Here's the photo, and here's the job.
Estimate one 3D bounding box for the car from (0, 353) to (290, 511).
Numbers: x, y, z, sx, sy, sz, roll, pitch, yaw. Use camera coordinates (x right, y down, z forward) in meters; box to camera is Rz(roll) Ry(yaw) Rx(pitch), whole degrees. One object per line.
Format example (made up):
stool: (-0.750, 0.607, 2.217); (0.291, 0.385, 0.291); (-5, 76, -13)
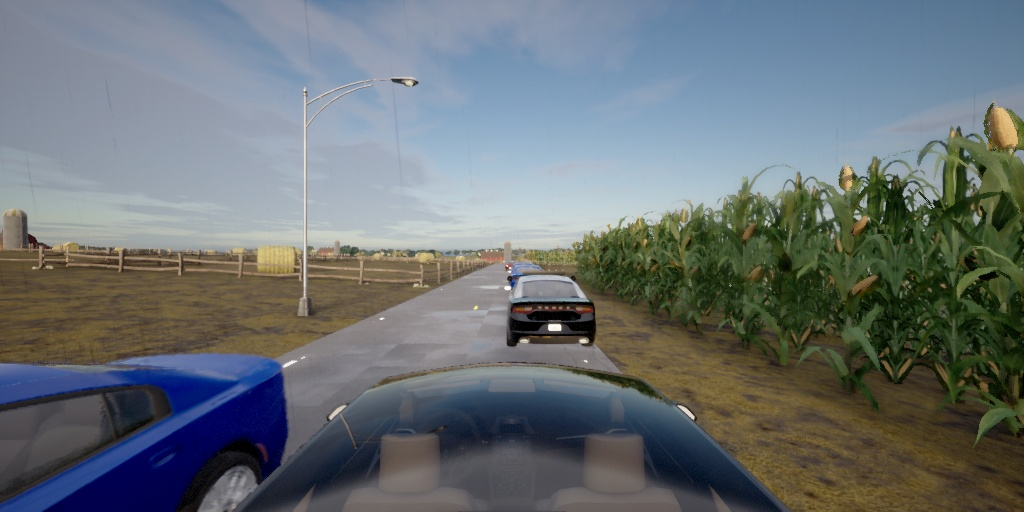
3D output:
car: (-2.750, 1.228, 0.847); (1.882, 1.535, 5.008); (0, 0, 0)

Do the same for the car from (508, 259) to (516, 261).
car: (0.814, 1.202, 25.373); (1.882, 1.535, 5.008); (0, 0, 0)

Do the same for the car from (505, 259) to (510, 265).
car: (0.020, 1.296, 47.726); (1.895, 1.301, 4.718); (0, 0, 0)

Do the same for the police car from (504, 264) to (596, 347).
police car: (0.822, 1.171, 9.483); (1.930, 1.638, 5.238); (0, 0, 0)

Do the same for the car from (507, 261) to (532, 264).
car: (0.820, 1.213, 19.373); (1.882, 1.535, 5.008); (0, 0, 0)
